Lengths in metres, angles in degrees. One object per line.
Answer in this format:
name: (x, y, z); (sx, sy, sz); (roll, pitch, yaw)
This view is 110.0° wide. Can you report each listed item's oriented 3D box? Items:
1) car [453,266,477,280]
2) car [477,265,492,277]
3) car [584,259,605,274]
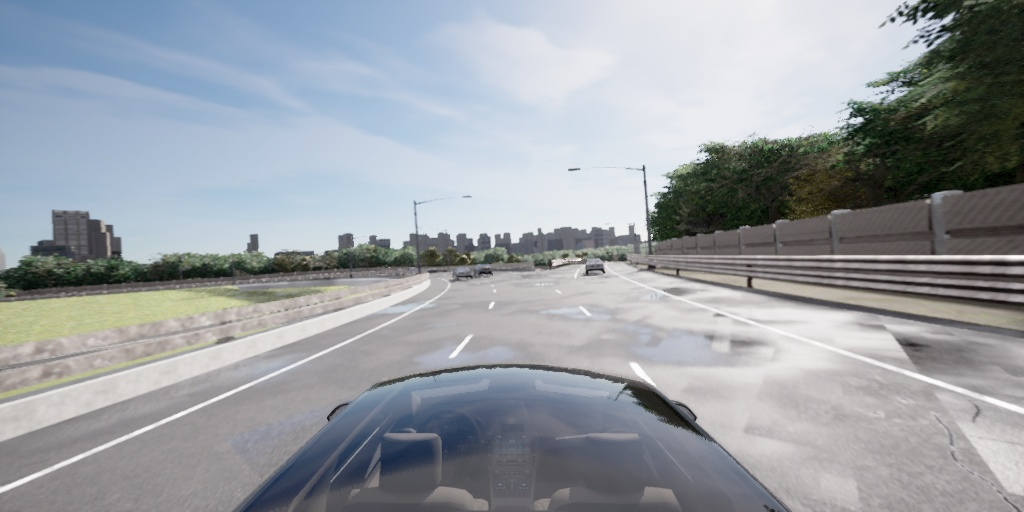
car: (-5.896, 2.060, 42.358); (2.033, 1.411, 5.357); (-4, -1, -16)
car: (-3.951, 1.922, 47.783); (1.837, 1.490, 4.892); (-3, -1, -17)
car: (8.216, 0.986, 35.751); (2.033, 1.411, 5.357); (-4, 0, 12)
